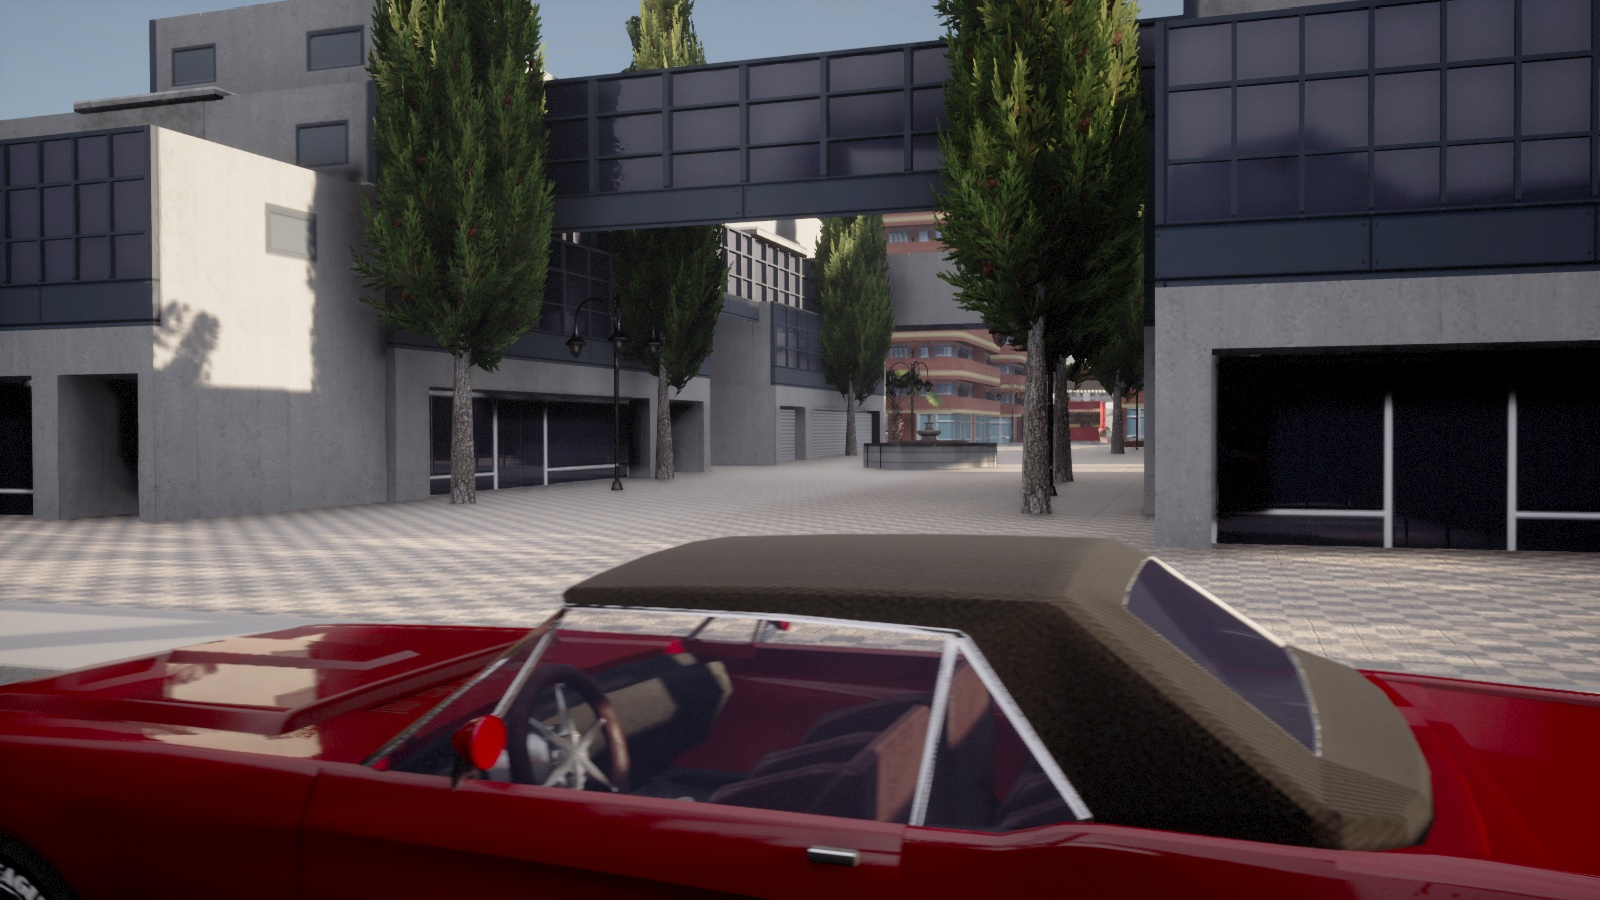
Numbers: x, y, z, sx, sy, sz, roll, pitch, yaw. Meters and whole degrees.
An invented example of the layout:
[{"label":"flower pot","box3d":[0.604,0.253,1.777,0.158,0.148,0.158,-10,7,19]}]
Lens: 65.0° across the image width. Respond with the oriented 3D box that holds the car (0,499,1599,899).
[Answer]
[{"label":"car","box3d":[-0.185,0.874,3.259,4.718,1.301,1.895,1,1,19]}]
